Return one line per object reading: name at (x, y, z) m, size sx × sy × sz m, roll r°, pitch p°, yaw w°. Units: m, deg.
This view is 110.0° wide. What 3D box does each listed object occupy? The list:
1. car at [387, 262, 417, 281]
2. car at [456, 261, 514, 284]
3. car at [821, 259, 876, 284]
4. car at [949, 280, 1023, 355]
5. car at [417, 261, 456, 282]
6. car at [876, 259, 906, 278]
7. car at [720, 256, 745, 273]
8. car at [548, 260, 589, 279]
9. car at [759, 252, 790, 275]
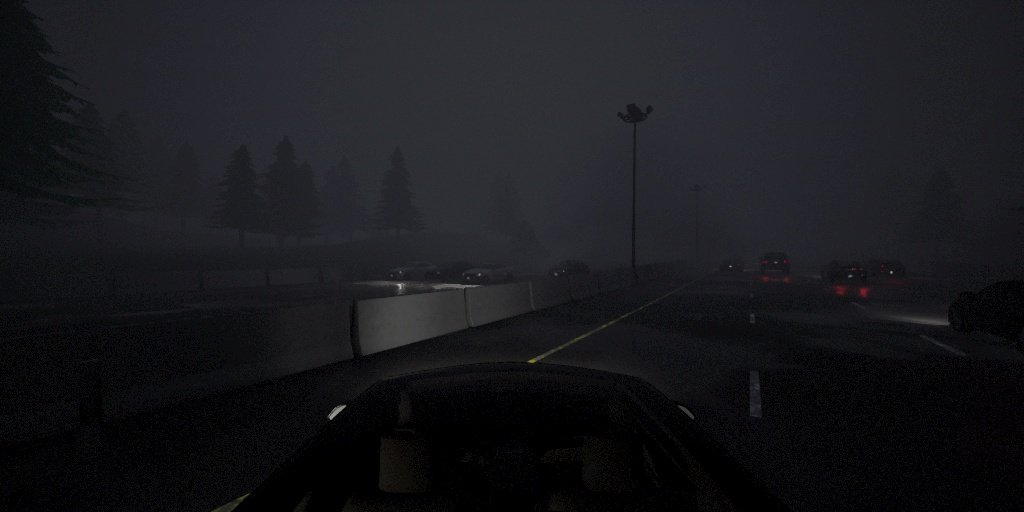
car at (-7.895, 1.199, 29.292) m, size 1.812 × 1.442 × 4.674 m, roll 0°, pitch 0°, yaw 34°
car at (-1.647, 1.198, 26.047) m, size 1.812 × 1.442 × 4.674 m, roll 0°, pitch 1°, yaw 34°
car at (23.202, 1.038, 25.157) m, size 2.128 × 1.511 × 4.902 m, roll 0°, pitch 1°, yaw 34°
car at (11.587, 1.238, 7.667) m, size 1.837 × 1.490 × 4.892 m, roll 0°, pitch -1°, yaw 34°
car at (-4.612, 1.148, 27.907) m, size 1.882 × 1.535 × 5.008 m, roll 0°, pitch 1°, yaw 34°
car at (30.033, 0.943, 29.113) m, size 1.837 × 1.490 × 4.892 m, roll 0°, pitch 1°, yaw 34°
car at (22.519, 0.956, 36.779) m, size 1.994 × 1.385 × 4.181 m, roll 0°, pitch 1°, yaw 34°
car at (4.690, 1.109, 29.232) m, size 2.128 × 1.511 × 4.902 m, roll 0°, pitch 1°, yaw 34°
car at (25.059, 0.628, 34.274) m, size 2.150 × 2.045 × 5.566 m, roll 0°, pitch 1°, yaw 34°
